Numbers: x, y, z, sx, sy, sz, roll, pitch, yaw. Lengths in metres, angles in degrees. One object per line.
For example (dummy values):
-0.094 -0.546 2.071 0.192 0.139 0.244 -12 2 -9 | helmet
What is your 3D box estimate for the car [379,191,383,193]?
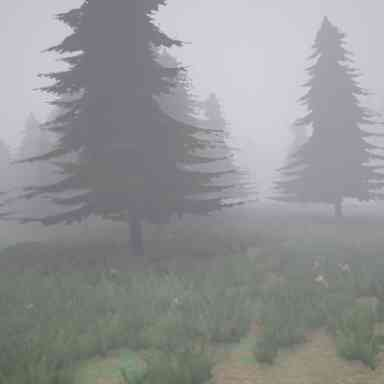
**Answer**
23.799 1.113 38.986 2.150 2.045 5.566 -4 7 1 | car
